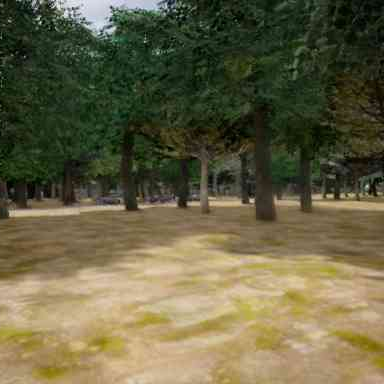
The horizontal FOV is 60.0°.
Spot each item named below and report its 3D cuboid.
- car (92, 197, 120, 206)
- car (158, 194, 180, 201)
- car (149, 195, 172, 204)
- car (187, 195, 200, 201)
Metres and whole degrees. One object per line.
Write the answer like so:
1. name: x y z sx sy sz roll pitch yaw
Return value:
1. car: -14.288 1.520 55.553 2.128 1.511 4.902 -2 -1 38
2. car: -4.681 1.160 67.797 1.895 1.301 4.718 -2 -1 38
3. car: -5.639 1.363 60.790 1.837 1.490 4.892 -2 -1 38
4. car: 1.176 1.230 69.617 2.033 1.411 5.357 -2 -1 38
